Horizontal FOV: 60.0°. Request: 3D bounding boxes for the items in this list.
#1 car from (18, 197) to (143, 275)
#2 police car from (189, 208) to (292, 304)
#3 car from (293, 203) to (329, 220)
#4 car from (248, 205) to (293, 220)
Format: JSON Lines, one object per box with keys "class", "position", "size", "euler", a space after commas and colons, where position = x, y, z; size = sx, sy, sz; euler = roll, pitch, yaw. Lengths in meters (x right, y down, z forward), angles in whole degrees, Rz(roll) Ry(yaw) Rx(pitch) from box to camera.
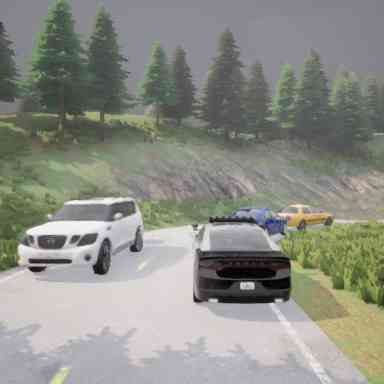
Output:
{"class": "car", "position": [-3.209, 1.221, 10.940], "size": [2.150, 2.045, 5.566], "euler": [-1, 0, 7]}
{"class": "police car", "position": [0.961, 1.425, 8.358], "size": [1.930, 1.638, 5.238], "euler": [0, 0, 0]}
{"class": "car", "position": [6.757, 1.455, 20.369], "size": [5.366, 1.575, 1.801], "euler": [0, 0, -39]}
{"class": "car", "position": [3.232, 1.478, 16.410], "size": [1.882, 1.535, 5.008], "euler": [0, 0, 32]}
